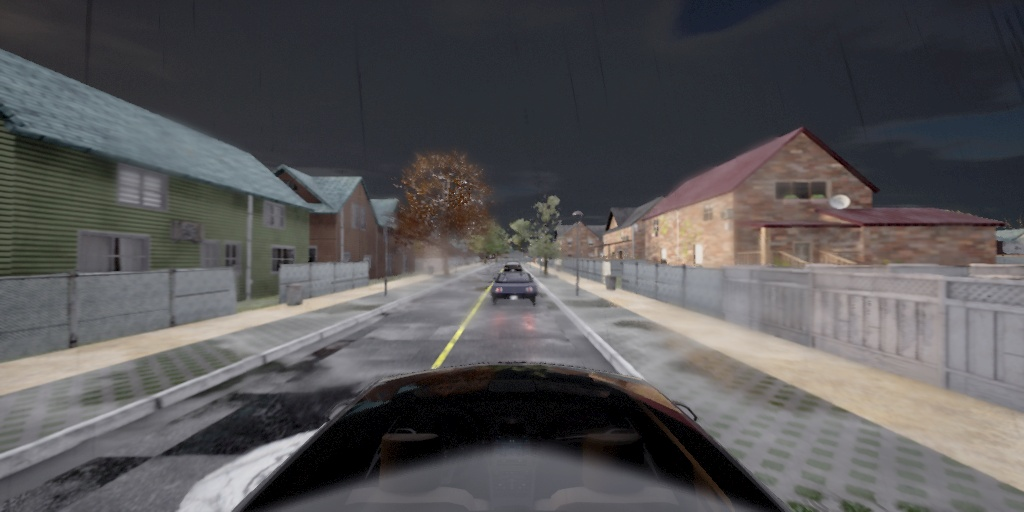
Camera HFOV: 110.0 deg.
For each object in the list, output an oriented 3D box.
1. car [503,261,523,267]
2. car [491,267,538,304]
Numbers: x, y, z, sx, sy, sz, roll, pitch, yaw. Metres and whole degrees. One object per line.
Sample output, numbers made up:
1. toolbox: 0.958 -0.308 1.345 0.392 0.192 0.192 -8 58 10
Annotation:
1. car: 0.090 1.248 37.918 1.882 1.535 5.008 0 0 0
2. car: 0.096 1.356 16.267 1.895 1.301 4.718 0 0 0
